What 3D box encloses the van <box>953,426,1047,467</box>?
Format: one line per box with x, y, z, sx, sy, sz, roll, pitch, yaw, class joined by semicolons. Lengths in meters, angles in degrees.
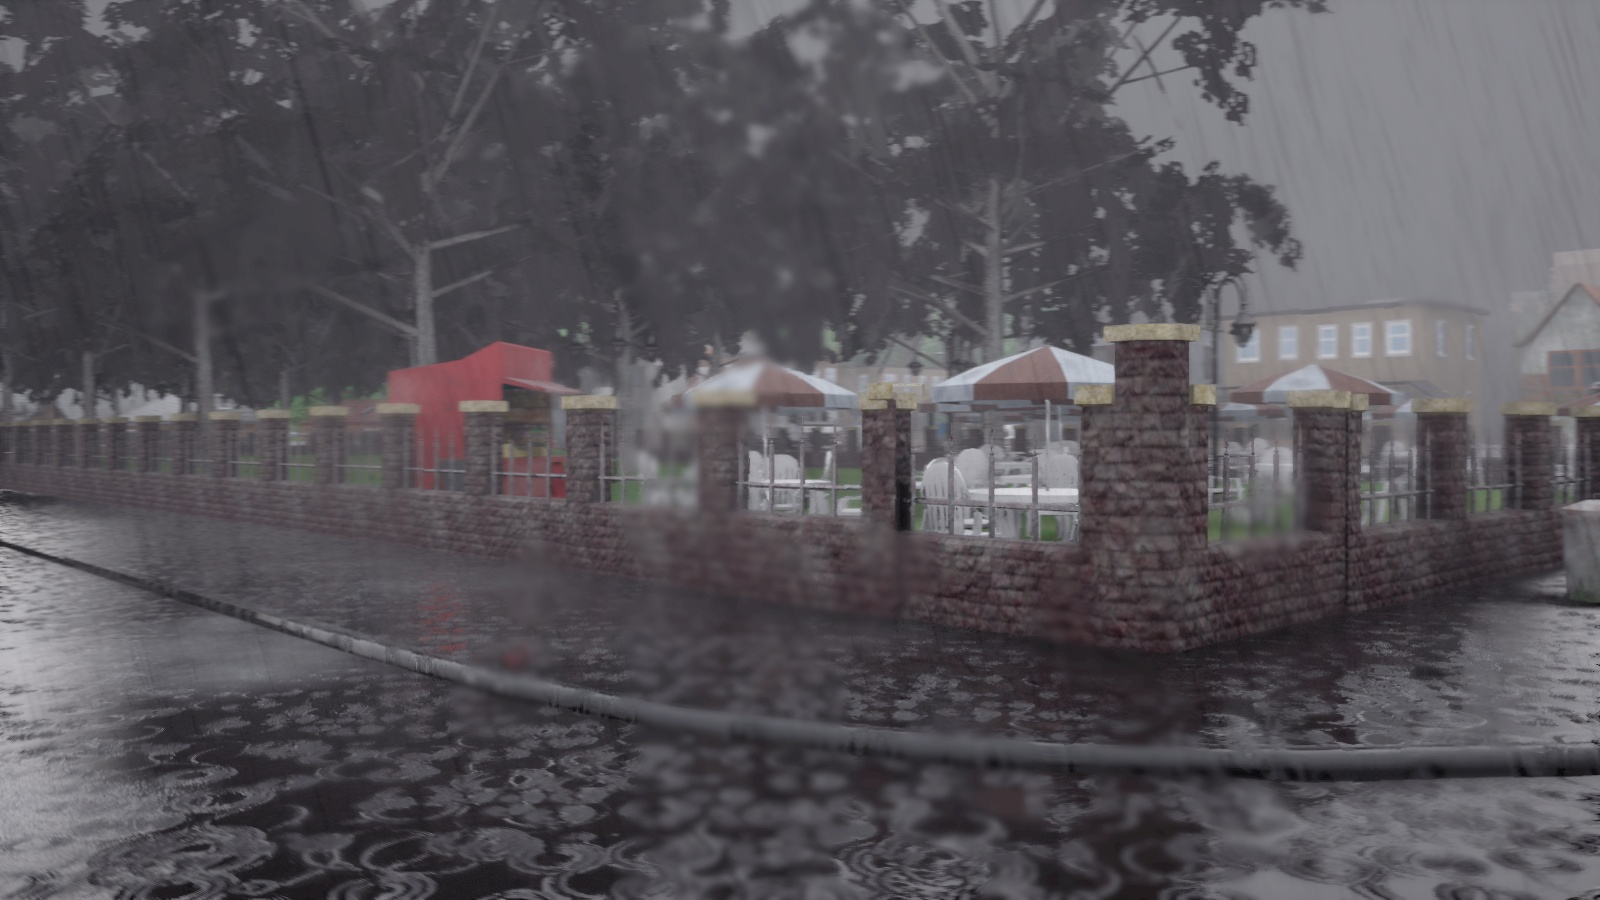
10.252;-0.212;64.719;2.069;2.038;4.480;0;1;-42;van

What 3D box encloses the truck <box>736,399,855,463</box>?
-0.383;-1.058;71.961;2.891;3.462;7.936;0;1;-34;truck
